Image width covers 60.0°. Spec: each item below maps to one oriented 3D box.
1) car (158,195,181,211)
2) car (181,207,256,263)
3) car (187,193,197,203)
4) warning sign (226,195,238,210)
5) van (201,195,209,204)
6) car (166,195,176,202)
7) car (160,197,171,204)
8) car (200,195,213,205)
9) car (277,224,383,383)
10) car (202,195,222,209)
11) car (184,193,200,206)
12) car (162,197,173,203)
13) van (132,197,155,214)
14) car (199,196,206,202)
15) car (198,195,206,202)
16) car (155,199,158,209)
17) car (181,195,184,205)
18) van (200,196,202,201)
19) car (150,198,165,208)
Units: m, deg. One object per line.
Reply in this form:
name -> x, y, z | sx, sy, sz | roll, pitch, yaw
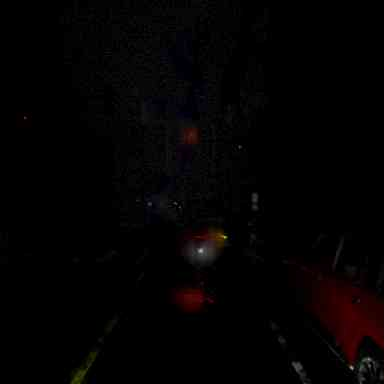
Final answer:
car -> -2.848, 1.496, 42.914 | 2.097, 1.767, 4.553 | 0, 0, 0
car -> 1.091, 1.547, 12.379 | 1.837, 1.490, 4.892 | -1, 0, 19
car -> -0.011, 1.294, 71.647 | 2.150, 2.045, 5.566 | 0, 0, 0
warning sign -> 4.937, 1.254, 41.358 | 1.300, 1.860, 1.060 | 0, 0, 0
van -> 2.669, 1.569, 68.845 | 1.690, 1.788, 3.998 | 0, 0, 0
car -> -5.409, 1.595, 85.061 | 2.192, 1.841, 5.009 | 0, 0, 0
car -> -5.410, 1.753, 68.672 | 1.752, 1.417, 4.829 | 0, 0, 0
car -> 2.675, 1.525, 63.439 | 2.192, 1.841, 5.009 | 0, 0, 0
car -> 2.636, 1.331, 4.443 | 2.192, 1.841, 5.009 | 0, 0, 0
car -> 2.698, 1.455, 41.814 | 2.192, 1.841, 5.009 | 0, 0, 0
car -> 0.041, 1.556, 61.379 | 2.097, 1.767, 4.553 | 0, 0, 0
car -> -5.410, 1.796, 74.248 | 2.008, 1.369, 4.403 | 0, 0, 0
van -> -5.414, 1.464, 36.405 | 1.690, 1.788, 3.998 | 0, 0, 0
car -> 2.651, 1.806, 85.233 | 1.752, 1.417, 4.829 | 0, 0, 0
car -> 2.646, 1.737, 90.469 | 1.967, 1.590, 4.097 | 0, 0, 0
car -> -5.413, 1.724, 47.217 | 1.947, 1.339, 4.313 | 0, 0, 0
car -> -2.805, 1.701, 59.544 | 1.837, 1.490, 4.892 | 0, 0, 0
van -> 2.680, 1.534, 58.032 | 1.690, 1.788, 3.998 | 0, 0, 0
car -> -5.412, 1.720, 52.623 | 1.887, 1.381, 4.507 | 0, 0, 0
